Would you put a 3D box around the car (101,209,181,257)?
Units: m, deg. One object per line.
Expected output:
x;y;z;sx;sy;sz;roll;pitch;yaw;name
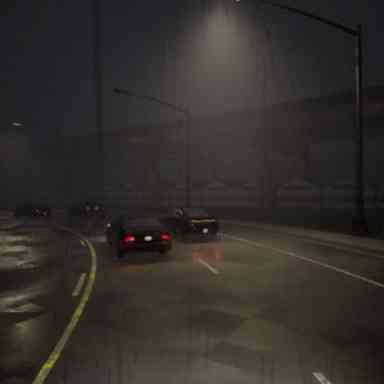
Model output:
-2.308;1.617;13.493;2.033;1.411;5.357;0;0;-20;car

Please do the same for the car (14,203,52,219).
-15.022;1.756;31.436;4.674;1.442;1.812;0;0;40;car

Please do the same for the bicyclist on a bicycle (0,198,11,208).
-29.554;1.718;52.655;0.582;1.620;1.656;0;0;8;bicyclist on a bicycle

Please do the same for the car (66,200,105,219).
-10.169;1.548;31.723;2.097;1.767;4.553;0;0;-45;car

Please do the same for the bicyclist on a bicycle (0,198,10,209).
-29.196;1.788;51.757;0.582;1.620;1.656;2;9;42;bicyclist on a bicycle

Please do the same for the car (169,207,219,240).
-0.325;1.563;17.470;2.128;1.511;4.902;0;0;-23;car

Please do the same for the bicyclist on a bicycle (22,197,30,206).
-28.968;1.737;58.490;1.656;1.620;0.582;0;0;-12;bicyclist on a bicycle
